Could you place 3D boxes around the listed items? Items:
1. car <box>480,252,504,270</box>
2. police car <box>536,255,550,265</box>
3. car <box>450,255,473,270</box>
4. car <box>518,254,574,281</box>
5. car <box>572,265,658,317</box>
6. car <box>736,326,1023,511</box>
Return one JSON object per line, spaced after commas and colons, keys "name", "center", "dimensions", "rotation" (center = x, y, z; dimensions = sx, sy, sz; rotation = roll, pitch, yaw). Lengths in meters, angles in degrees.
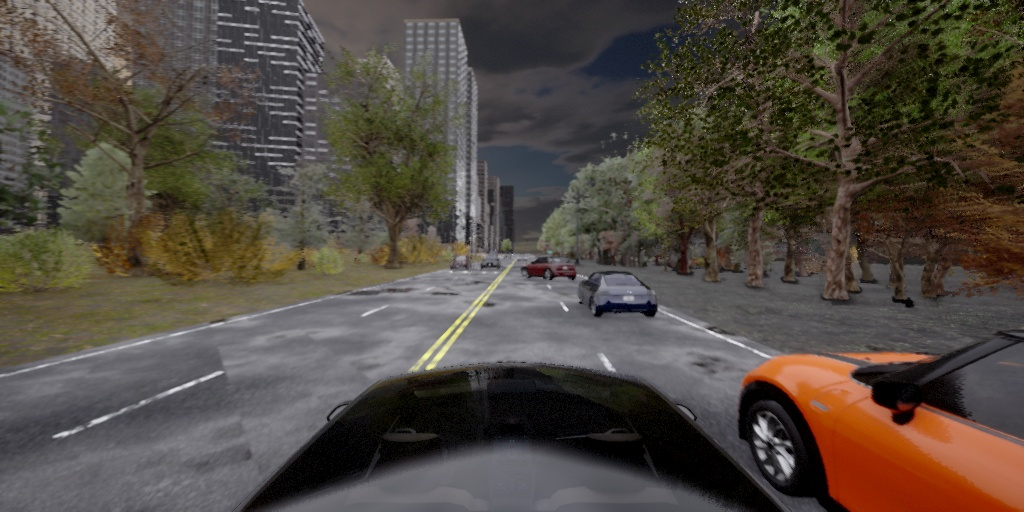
{"name": "car", "center": [-2.239, 0.648, 38.813], "dimensions": [1.994, 1.385, 4.181], "rotation": [-1, 2, 2]}
{"name": "police car", "center": [4.857, 0.596, 56.666], "dimensions": [2.038, 1.542, 4.974], "rotation": [0, 0, 2]}
{"name": "car", "center": [-5.517, 0.695, 38.884], "dimensions": [1.812, 1.442, 4.674], "rotation": [-7, 2, 2]}
{"name": "car", "center": [2.519, 0.800, 25.587], "dimensions": [2.097, 1.767, 4.553], "rotation": [0, -1, -28]}
{"name": "car", "center": [3.526, 1.194, 12.659], "dimensions": [1.994, 1.385, 4.181], "rotation": [0, 1, 2]}
{"name": "car", "center": [3.191, 1.107, 1.627], "dimensions": [2.097, 1.767, 4.553], "rotation": [-1, 1, 2]}
